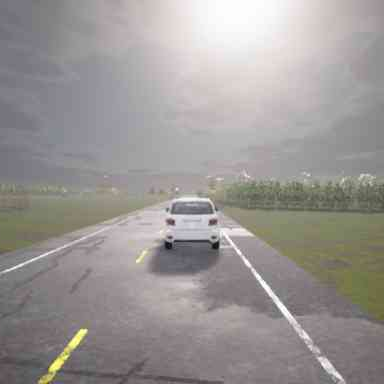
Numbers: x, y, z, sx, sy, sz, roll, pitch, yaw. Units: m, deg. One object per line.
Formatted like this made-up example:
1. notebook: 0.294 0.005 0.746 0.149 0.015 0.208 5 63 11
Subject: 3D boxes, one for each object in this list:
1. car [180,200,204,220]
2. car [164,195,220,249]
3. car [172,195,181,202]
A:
1. car: 0.000 1.493 29.658 1.882 1.535 5.008 0 0 0
2. car: 0.000 1.261 14.688 2.150 2.045 5.566 0 0 0
3. car: -3.500 1.442 76.609 1.882 1.535 5.008 0 0 0
